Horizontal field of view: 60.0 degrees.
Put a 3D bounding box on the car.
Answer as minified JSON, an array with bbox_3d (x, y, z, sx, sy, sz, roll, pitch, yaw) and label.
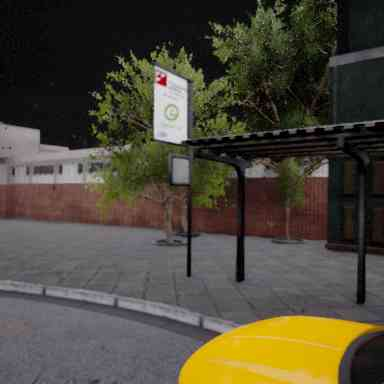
[{"bbox_3d":[2.164,1.478,1.762,5.008,1.535,1.882,0,0,35],"label":"car"}]
